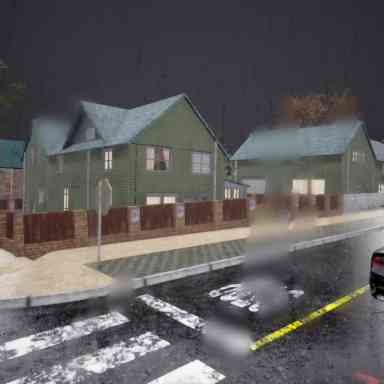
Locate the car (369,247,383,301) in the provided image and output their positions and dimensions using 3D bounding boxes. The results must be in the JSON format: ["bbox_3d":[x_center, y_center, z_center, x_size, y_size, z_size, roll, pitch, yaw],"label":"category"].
[{"bbox_3d":[5.410,1.365,6.829,5.008,1.535,1.882,-1,2,-42],"label":"car"}]
